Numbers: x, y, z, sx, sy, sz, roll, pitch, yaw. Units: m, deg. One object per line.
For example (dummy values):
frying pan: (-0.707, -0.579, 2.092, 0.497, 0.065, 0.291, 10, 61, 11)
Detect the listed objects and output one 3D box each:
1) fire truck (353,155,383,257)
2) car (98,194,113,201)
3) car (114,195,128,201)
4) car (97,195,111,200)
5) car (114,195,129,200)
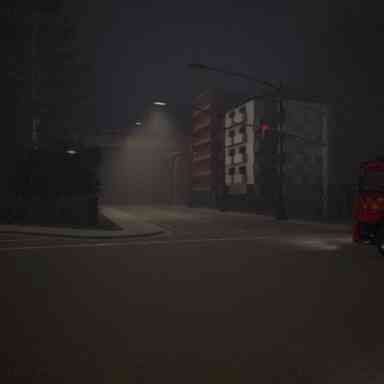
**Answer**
fire truck: (8.657, 0.366, 8.914, 2.891, 3.827, 8.468, 0, 0, -20)
car: (-21.432, 1.458, 81.207, 2.038, 1.542, 4.974, 0, 0, 5)
car: (-17.416, 1.457, 82.335, 2.038, 1.542, 4.974, 0, 0, -40)
car: (-21.428, 1.300, 81.259, 1.853, 1.218, 4.536, 0, 0, 5)
car: (-17.449, 1.300, 82.375, 1.853, 1.218, 4.536, 0, 0, -40)
